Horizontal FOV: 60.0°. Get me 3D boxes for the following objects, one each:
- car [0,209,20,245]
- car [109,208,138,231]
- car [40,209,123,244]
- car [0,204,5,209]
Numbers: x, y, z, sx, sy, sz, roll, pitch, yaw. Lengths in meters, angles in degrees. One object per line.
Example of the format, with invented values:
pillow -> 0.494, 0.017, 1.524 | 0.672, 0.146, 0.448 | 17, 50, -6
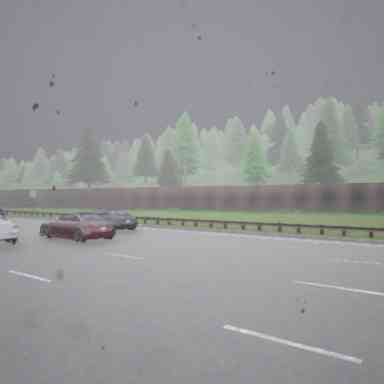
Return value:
car -> -9.703, 1.682, 15.225 | 4.674, 1.442, 1.812 | -1, 0, 36
car -> -5.378, 1.717, 20.736 | 4.181, 1.385, 1.994 | -1, 0, 36
car -> -5.769, 1.698, 16.713 | 4.181, 1.385, 1.994 | -1, 0, 36
car -> -19.016, 1.663, 30.480 | 4.553, 1.767, 2.097 | -1, 0, 36
